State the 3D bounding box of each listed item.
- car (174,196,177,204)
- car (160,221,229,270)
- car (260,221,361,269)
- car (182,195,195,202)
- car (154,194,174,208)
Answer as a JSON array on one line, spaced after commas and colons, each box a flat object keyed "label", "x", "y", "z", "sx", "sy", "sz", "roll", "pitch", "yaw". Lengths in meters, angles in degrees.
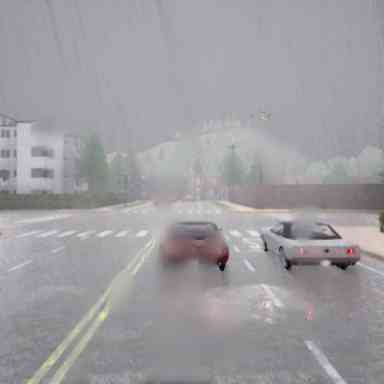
[{"label": "car", "x": -4.162, "y": 1.440, "z": 66.162, "sx": 2.097, "sy": 1.767, "sz": 4.553, "roll": 0, "pitch": 0, "yaw": 0}, {"label": "car", "x": 0.073, "y": 1.610, "z": 11.080, "sx": 1.895, "sy": 1.301, "sz": 4.718, "roll": 0, "pitch": 0, "yaw": 0}, {"label": "car", "x": 3.577, "y": 1.610, "z": 11.087, "sx": 1.895, "sy": 1.301, "sz": 4.718, "roll": 0, "pitch": 0, "yaw": 0}, {"label": "car", "x": -0.783, "y": 1.428, "z": 72.298, "sx": 1.882, "sy": 1.535, "sz": 5.008, "roll": 0, "pitch": 0, "yaw": -14}, {"label": "car", "x": -4.234, "y": 1.245, "z": 49.012, "sx": 2.150, "sy": 2.045, "sz": 5.566, "roll": 0, "pitch": 0, "yaw": 0}]
